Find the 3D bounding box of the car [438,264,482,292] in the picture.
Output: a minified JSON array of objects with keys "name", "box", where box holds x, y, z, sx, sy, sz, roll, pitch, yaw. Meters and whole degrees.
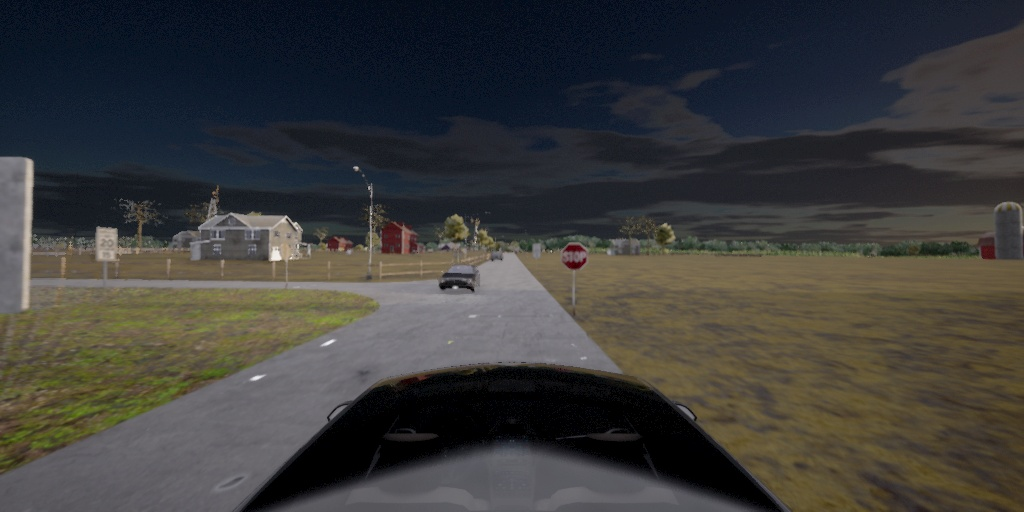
[{"name":"car","box":[-2.748,1.170,20.127,2.033,1.411,5.357,1,0,0]}]
